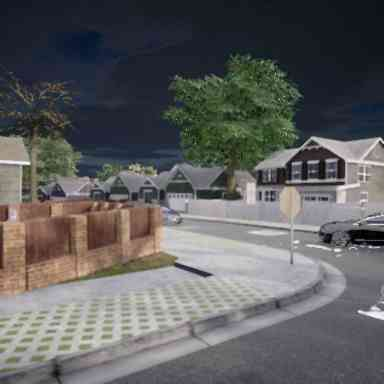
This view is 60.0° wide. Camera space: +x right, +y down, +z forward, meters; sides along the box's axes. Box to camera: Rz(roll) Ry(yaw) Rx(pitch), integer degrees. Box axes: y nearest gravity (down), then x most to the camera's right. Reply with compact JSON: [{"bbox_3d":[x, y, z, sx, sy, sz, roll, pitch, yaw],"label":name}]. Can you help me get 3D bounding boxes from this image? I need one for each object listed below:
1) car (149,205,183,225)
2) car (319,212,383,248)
[{"bbox_3d":[-2.516,1.692,25.125,1.812,1.442,4.674,1,-1,-33],"label":"car"},{"bbox_3d":[7.770,1.558,13.483,4.902,1.511,2.128,-1,1,32],"label":"car"}]
